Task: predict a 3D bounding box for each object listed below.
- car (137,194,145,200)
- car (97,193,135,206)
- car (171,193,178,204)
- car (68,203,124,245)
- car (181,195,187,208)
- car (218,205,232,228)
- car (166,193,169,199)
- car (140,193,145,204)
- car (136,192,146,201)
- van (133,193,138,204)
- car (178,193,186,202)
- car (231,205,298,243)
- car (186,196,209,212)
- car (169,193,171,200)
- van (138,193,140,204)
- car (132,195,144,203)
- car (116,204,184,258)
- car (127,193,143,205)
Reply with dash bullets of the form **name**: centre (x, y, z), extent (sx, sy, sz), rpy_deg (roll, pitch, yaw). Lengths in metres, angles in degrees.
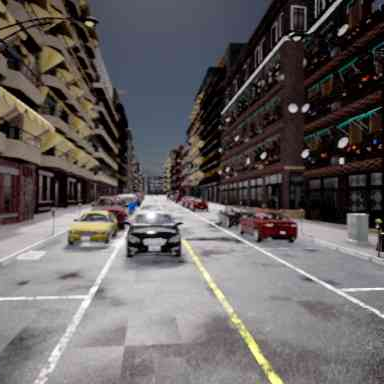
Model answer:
- **car**: centre (-13.166, 1.291, 86.457), extent (1.887, 1.381, 4.507), rpy_deg (2, 0, -7)
- **car**: centre (-4.995, 1.197, 20.596), extent (2.192, 1.841, 5.009), rpy_deg (2, 0, -7)
- **car**: centre (-1.963, 1.179, 59.921), extent (2.192, 1.841, 5.009), rpy_deg (2, 0, -7)
- **car**: centre (-4.303, 1.430, 14.938), extent (1.752, 1.417, 4.829), rpy_deg (2, 0, -7)
- **car**: centre (0.104, 1.447, 43.457), extent (1.887, 1.381, 4.507), rpy_deg (2, 0, -7)
- **car**: centre (2.823, 1.524, 21.503), extent (2.008, 1.369, 4.403), rpy_deg (2, 0, -7)
- **car**: centre (-4.693, 1.420, 81.878), extent (1.802, 1.307, 4.206), rpy_deg (2, 0, -7)
- **car**: centre (-8.396, 1.112, 48.038), extent (2.192, 1.841, 5.009), rpy_deg (2, 0, -7)
- **car**: centre (-12.477, 1.062, 80.968), extent (2.192, 1.841, 5.009), rpy_deg (2, 0, -7)
- **van**: centre (-6.356, 1.183, 31.571), extent (1.690, 1.788, 3.998), rpy_deg (2, 0, -7)
- **car**: centre (-0.565, 1.329, 48.948), extent (1.967, 1.590, 4.097), rpy_deg (2, 0, -7)
- **car**: centre (3.503, 1.541, 16.013), extent (1.887, 1.381, 4.507), rpy_deg (2, 0, -7)
- **car**: centre (0.784, 1.462, 37.969), extent (1.887, 1.381, 4.507), rpy_deg (2, 0, -7)
- **car**: centre (-3.328, 1.288, 70.900), extent (1.967, 1.590, 4.097), rpy_deg (2, 0, -7)
- **van**: centre (-7.037, 1.166, 37.061), extent (1.690, 1.788, 3.998), rpy_deg (2, 0, -7)
- **car**: centre (-10.445, 1.329, 64.504), extent (1.947, 1.339, 4.313), rpy_deg (2, 0, -7)
- **car**: centre (-1.451, 1.435, 12.564), extent (2.128, 1.511, 4.902), rpy_deg (1, 0, -7)
- **car**: centre (-9.076, 1.100, 53.526), extent (2.192, 1.841, 5.009), rpy_deg (2, 0, -7)
